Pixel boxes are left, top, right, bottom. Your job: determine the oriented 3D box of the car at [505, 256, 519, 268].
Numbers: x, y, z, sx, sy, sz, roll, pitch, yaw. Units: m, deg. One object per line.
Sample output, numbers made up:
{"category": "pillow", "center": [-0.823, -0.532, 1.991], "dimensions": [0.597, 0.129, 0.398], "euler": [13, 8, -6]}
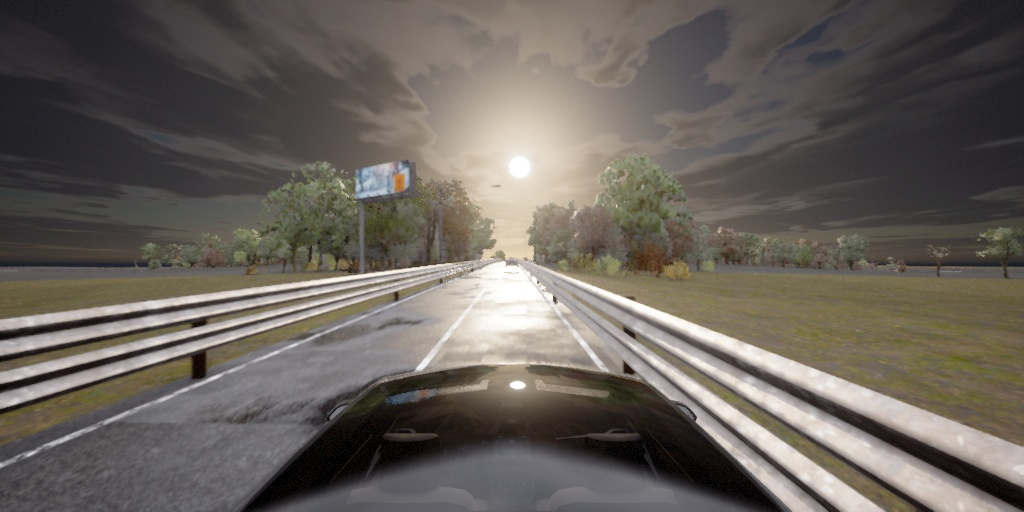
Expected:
{"category": "car", "center": [-0.007, 0.892, 48.032], "dimensions": [1.812, 1.442, 4.674], "euler": [0, 0, 0]}
